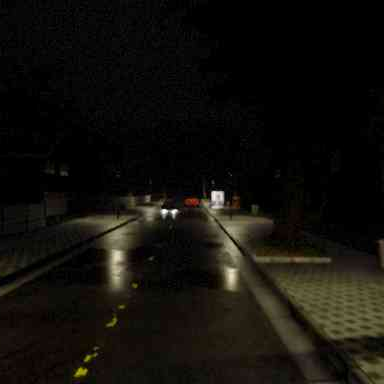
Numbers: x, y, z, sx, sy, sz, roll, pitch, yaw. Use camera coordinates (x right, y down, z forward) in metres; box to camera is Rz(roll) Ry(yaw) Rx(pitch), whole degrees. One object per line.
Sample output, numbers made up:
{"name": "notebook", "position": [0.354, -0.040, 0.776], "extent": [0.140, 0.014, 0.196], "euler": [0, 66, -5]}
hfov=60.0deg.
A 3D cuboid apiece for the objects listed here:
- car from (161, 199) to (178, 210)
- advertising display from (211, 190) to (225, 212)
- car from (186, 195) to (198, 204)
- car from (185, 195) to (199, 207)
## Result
{"name": "car", "position": [-2.850, 1.596, 42.935], "extent": [1.994, 1.385, 4.181], "euler": [0, 0, 0]}
{"name": "advertising display", "position": [2.986, 1.055, 38.525], "extent": [1.540, 2.440, 0.280], "euler": [-1, -1, 0]}
{"name": "car", "position": [-0.015, 1.392, 64.322], "extent": [2.097, 1.767, 4.553], "euler": [0, 0, 0]}
{"name": "car", "position": [0.014, 1.386, 51.769], "extent": [2.097, 1.767, 4.553], "euler": [0, 0, 2]}
